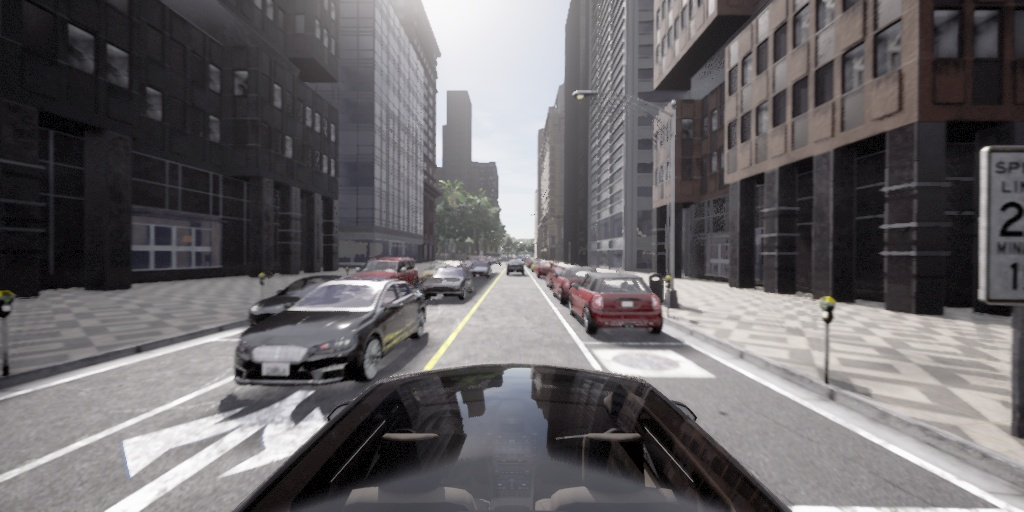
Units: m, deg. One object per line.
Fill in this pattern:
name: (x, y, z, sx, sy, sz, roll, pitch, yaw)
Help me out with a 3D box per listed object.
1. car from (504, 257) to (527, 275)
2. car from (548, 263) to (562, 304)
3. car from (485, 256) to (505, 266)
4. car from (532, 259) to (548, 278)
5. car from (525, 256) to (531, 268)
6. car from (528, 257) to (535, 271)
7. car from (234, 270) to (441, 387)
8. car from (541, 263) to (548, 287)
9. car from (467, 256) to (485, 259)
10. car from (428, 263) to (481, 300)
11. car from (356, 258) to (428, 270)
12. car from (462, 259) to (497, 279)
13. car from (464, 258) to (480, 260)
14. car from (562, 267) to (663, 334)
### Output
car: (0.362, 1.177, 37.168, 1.837, 1.490, 4.892, 0, 0, 1)
car: (2.888, 1.173, 16.091, 1.967, 1.591, 4.097, 0, 0, 1)
car: (-2.470, 0.739, 52.879, 1.837, 1.490, 4.892, 0, 0, 1)
car: (3.064, 1.242, 32.365, 1.888, 1.381, 4.507, 0, 0, 1)
car: (3.299, 1.097, 54.063, 1.967, 1.591, 4.097, 0, 0, 1)
car: (3.183, 1.201, 43.384, 1.751, 1.417, 4.829, 0, 0, 1)
car: (-3.057, 1.211, 7.138, 2.128, 1.511, 4.902, 0, 0, 1)
car: (2.947, 1.303, 21.515, 1.802, 1.307, 4.207, 0, 0, 1)
car: (-5.284, 0.929, 48.740, 2.192, 1.841, 5.009, 0, 0, 1)
car: (-2.948, 1.242, 17.543, 2.033, 1.411, 5.357, 0, 0, 1)
car: (-5.636, 0.996, 16.187, 2.192, 1.841, 5.009, 0, 0, 1)
car: (-2.774, 1.210, 31.913, 2.033, 1.411, 5.357, 0, 0, 1)
car: (-5.343, 1.206, 43.315, 1.802, 1.307, 4.207, 0, 0, 1)
car: (2.829, 1.186, 10.666, 1.967, 1.591, 4.097, 0, 0, 1)
